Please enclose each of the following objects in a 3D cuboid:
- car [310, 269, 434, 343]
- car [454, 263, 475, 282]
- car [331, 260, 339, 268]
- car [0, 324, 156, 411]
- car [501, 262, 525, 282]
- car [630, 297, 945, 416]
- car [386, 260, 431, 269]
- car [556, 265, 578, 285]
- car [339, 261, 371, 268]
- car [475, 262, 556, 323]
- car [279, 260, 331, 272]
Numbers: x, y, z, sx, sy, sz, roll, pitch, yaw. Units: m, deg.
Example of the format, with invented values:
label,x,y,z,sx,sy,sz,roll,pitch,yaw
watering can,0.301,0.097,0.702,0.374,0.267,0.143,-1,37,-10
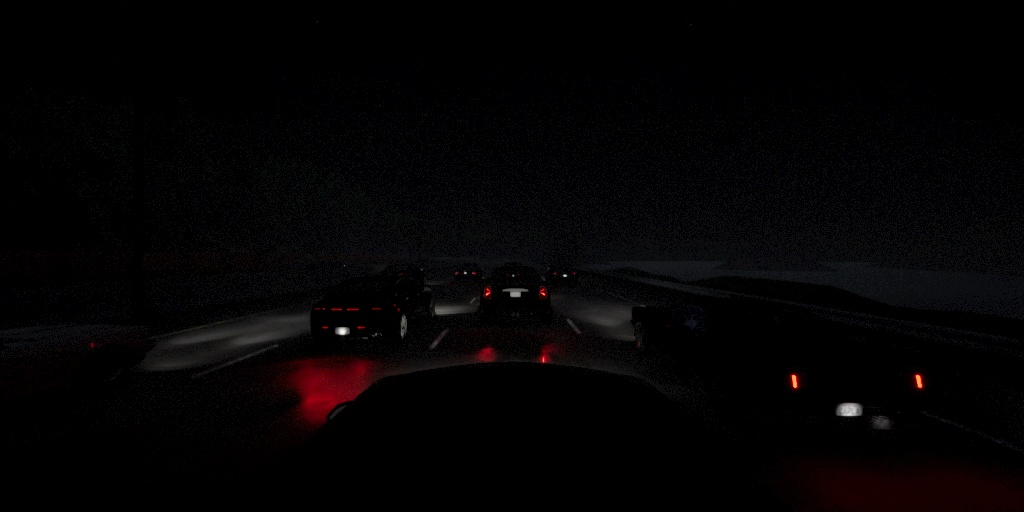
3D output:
label,x,y,z,sx,sy,sz,roll,pitch,yaw
car,-3.401,1.255,9.609,1.837,1.490,4.892,0,0,0
car,-3.404,1.298,28.668,2.033,1.411,5.357,0,0,0
car,-24.584,1.243,48.625,2.128,1.511,4.902,0,0,0
car,-6.900,1.351,3.816,1.895,1.301,4.718,0,0,0
car,0.096,1.255,29.905,1.837,1.490,4.892,0,0,0
car,3.600,1.351,6.044,1.895,1.301,4.718,0,0,0
car,-6.903,1.228,23.008,1.882,1.535,5.008,0,0,0
car,3.596,1.314,26.315,1.994,1.385,4.181,0,0,0
car,-21.086,1.352,48.843,1.895,1.301,4.718,0,0,0
car,0.099,1.102,12.208,2.097,1.767,4.553,0,0,0
car,-17.599,1.276,30.215,1.812,1.442,4.674,0,0,0
